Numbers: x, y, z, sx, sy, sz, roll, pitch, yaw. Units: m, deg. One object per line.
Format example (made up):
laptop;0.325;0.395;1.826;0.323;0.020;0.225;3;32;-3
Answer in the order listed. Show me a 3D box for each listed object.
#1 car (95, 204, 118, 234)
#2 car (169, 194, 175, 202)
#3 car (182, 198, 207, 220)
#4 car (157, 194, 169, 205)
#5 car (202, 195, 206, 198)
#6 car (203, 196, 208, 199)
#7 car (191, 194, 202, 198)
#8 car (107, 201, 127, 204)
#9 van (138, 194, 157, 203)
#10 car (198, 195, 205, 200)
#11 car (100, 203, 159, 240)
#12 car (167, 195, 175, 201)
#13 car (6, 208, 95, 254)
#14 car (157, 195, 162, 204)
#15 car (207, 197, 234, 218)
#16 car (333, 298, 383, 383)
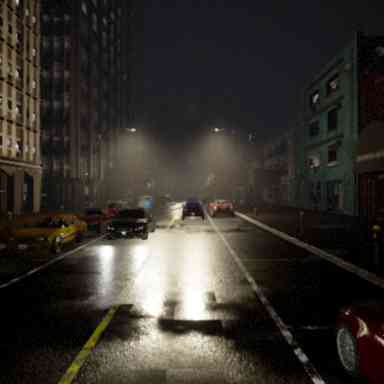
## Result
car;-5.692;1.581;19.302;1.802;1.307;4.206;0;0;0
car;-5.700;1.340;74.673;2.192;1.841;5.009;0;0;0
car;0.096;1.525;28.436;1.812;1.442;4.674;0;0;0
car;-5.697;1.327;58.062;2.192;1.841;5.009;0;0;0
car;2.683;1.578;58.061;1.947;1.339;4.313;0;0;0
car;2.686;1.548;41.450;1.887;1.381;4.507;0;0;0
car;0.093;1.483;45.976;1.882;1.535;5.008;0;0;0
car;-5.692;1.440;24.840;1.967;1.590;4.097;0;0;0
van;-5.695;1.344;41.450;1.690;1.788;3.998;0;0;0
car;2.678;1.567;91.454;1.752;1.417;4.829;0;0;0
car;-3.003;1.560;17.058;1.837;1.490;4.892;0;0;0
car;-5.703;1.567;91.114;1.752;1.417;4.829;0;0;0
car;-5.691;1.524;13.596;1.752;1.417;4.829;0;0;0
car;-5.696;1.550;46.988;1.887;1.381;4.507;0;0;0
car;2.688;1.440;30.376;1.967;1.590;4.097;0;0;0
car;2.691;1.582;2.691;1.802;1.307;4.206;0;0;0
